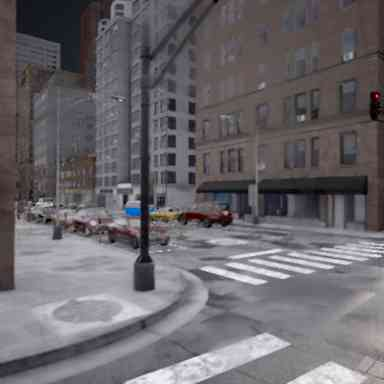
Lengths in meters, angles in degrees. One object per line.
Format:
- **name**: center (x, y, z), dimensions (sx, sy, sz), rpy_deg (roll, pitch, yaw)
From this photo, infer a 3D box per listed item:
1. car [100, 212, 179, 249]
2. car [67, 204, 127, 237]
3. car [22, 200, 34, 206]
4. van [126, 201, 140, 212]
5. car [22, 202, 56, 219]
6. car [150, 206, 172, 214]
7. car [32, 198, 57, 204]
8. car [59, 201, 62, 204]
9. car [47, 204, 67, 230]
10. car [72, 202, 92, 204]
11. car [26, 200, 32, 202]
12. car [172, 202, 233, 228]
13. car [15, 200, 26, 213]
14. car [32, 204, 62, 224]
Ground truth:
- **car**: center (-2.674, 1.839, 15.934), dimensions (1.802, 1.307, 4.206), rpy_deg (-1, 0, -36)
- **car**: center (-5.910, 1.759, 20.389), dimensions (1.967, 1.590, 4.097), rpy_deg (-1, 0, -36)
- **car**: center (-41.058, 2.767, 83.301), dimensions (1.887, 1.381, 4.507), rpy_deg (-1, 0, -36)
- **van**: center (-5.481, 1.825, 34.306), dimensions (1.690, 1.788, 3.998), rpy_deg (-1, 0, -36)
- **car**: center (-15.512, 2.030, 33.613), dimensions (1.752, 1.417, 4.829), rpy_deg (-1, 0, -36)
- **car**: center (-2.345, 1.948, 29.989), dimensions (1.752, 1.417, 4.829), rpy_deg (-1, 0, -36)
- **car**: center (-25.142, 2.048, 56.886), dimensions (2.150, 2.045, 5.566), rpy_deg (0, -1, -37)
- **car**: center (-24.887, 2.319, 61.031), dimensions (1.967, 1.590, 4.097), rpy_deg (-1, 0, -36)
- **car**: center (-9.043, 1.904, 24.704), dimensions (1.752, 1.417, 4.829), rpy_deg (-1, 0, -36)
- **car**: center (-15.182, 2.228, 47.667), dimensions (2.008, 1.369, 4.403), rpy_deg (-1, 0, -36)
- **car**: center (-37.823, 2.718, 78.848), dimensions (1.947, 1.339, 4.313), rpy_deg (-1, 0, -36)
- **car**: center (0.987, 1.674, 25.398), dimensions (2.192, 1.841, 5.009), rpy_deg (-1, 0, -36)
- **car**: center (-25.316, 2.144, 47.114), dimensions (1.967, 1.590, 4.097), rpy_deg (-1, 0, -36)
- **car**: center (-12.376, 2.009, 29.296), dimensions (1.947, 1.339, 4.313), rpy_deg (-1, 0, -36)
